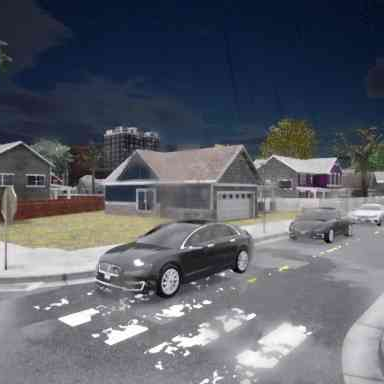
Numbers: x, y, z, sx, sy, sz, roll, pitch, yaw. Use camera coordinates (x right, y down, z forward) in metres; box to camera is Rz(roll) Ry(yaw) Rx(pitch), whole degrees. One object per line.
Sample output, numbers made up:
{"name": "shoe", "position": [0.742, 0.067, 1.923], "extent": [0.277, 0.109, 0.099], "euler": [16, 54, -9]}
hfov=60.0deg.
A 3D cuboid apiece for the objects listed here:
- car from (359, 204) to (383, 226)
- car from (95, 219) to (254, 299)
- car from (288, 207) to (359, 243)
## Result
{"name": "car", "position": [13.004, 1.601, 24.086], "extent": [1.812, 1.442, 4.674], "euler": [0, 0, 41]}
{"name": "car", "position": [-0.173, 1.515, 8.749], "extent": [1.837, 1.490, 4.892], "euler": [0, 0, 41]}
{"name": "car", "position": [6.469, 1.546, 16.486], "extent": [1.837, 1.490, 4.892], "euler": [0, 0, 41]}
